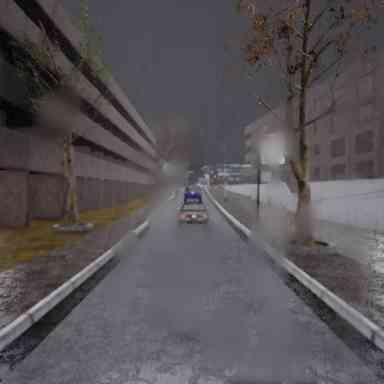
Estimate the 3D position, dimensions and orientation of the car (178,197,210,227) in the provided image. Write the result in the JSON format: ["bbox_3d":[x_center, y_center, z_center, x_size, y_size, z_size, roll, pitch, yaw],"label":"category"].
[{"bbox_3d":[0.105,1.305,20.512,2.033,1.411,5.357,0,1,0],"label":"car"}]

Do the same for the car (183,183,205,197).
[{"bbox_3d":[0.111,0.131,41.906,2.150,2.045,5.566,0,3,0],"label":"car"}]
